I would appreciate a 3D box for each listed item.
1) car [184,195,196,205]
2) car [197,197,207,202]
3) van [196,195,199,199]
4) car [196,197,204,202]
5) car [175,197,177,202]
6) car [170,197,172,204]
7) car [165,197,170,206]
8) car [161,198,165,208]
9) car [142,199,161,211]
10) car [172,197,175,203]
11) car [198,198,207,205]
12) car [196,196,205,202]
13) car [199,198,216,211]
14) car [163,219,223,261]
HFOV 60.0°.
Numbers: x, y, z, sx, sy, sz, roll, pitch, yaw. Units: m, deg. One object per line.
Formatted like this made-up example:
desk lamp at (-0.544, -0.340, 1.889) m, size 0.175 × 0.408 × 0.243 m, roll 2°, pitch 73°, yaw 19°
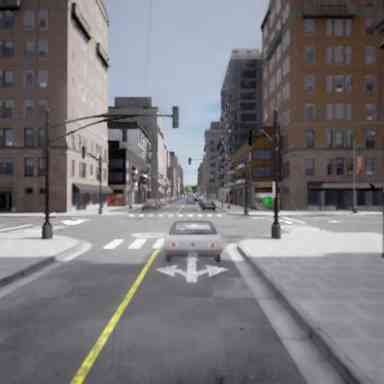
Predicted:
car at (-0.342, 2.026, 72.767) m, size 2.033 × 1.411 × 5.357 m, roll 0°, pitch 0°, yaw 0°
car at (2.293, 1.951, 56.643) m, size 1.802 × 1.307 × 4.206 m, roll 0°, pitch 0°, yaw 0°
van at (2.294, 1.795, 67.665) m, size 1.690 × 1.788 × 3.998 m, roll 0°, pitch 0°, yaw 0°
car at (2.299, 2.121, 95.218) m, size 1.967 × 1.590 × 4.097 m, roll 0°, pitch 0°, yaw 0°
car at (-5.727, 2.186, 89.707) m, size 2.008 × 1.369 × 4.403 m, roll 0°, pitch 0°, yaw 0°
car at (-5.730, 2.005, 67.665) m, size 2.008 × 1.369 × 4.403 m, roll 0°, pitch 0°, yaw 0°
car at (-5.731, 1.994, 62.154) m, size 1.802 × 1.307 × 4.206 m, roll 0°, pitch 0°, yaw 0°
car at (-5.733, 1.770, 51.134) m, size 1.967 × 1.590 × 4.097 m, roll 0°, pitch 0°, yaw 0°
car at (-5.734, 1.731, 45.623) m, size 1.967 × 1.590 × 4.097 m, roll 0°, pitch 0°, yaw 0°
car at (-5.729, 1.983, 78.687) m, size 1.967 × 1.590 × 4.097 m, roll 0°, pitch 0°, yaw 0°
car at (2.295, 2.048, 73.174) m, size 2.008 × 1.369 × 4.403 m, roll 0°, pitch 0°, yaw 0°
car at (2.293, 1.977, 62.153) m, size 1.947 × 1.339 × 4.313 m, roll 0°, pitch 0°, yaw 0°
car at (2.291, 1.856, 45.621) m, size 1.947 × 1.339 × 4.313 m, roll 0°, pitch 0°, yaw 0°
car at (0.049, 1.670, 12.507) m, size 1.895 × 1.301 × 4.718 m, roll 0°, pitch 0°, yaw 0°
